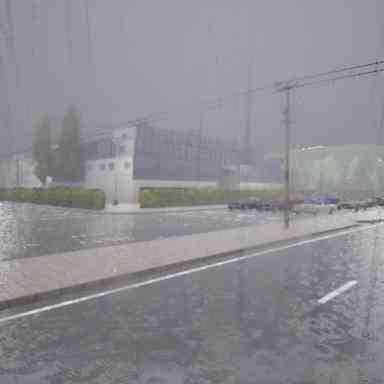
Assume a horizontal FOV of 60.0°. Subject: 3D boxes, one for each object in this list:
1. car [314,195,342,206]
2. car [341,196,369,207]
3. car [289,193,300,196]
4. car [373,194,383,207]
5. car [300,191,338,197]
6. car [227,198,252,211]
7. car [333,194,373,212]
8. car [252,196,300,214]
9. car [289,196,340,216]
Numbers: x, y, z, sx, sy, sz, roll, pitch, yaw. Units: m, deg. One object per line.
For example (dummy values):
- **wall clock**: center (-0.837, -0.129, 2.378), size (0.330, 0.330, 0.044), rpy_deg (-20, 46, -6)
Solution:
- **car**: center (19.327, 1.167, 47.161), size (4.718, 1.301, 1.895), rpy_deg (0, 1, -45)
- **car**: center (22.065, 1.215, 44.948), size (4.718, 1.301, 1.895), rpy_deg (0, 1, -45)
- **car**: center (12.022, 0.952, 39.915), size (4.553, 1.767, 2.097), rpy_deg (0, 1, -45)
- **car**: center (24.019, 1.017, 41.952), size (4.553, 1.767, 2.097), rpy_deg (0, 1, -45)
- **car**: center (14.898, 0.868, 37.836), size (5.566, 2.045, 2.150), rpy_deg (0, 1, -45)
- **car**: center (5.682, 1.229, 33.710), size (4.718, 1.301, 1.895), rpy_deg (0, 1, -44)
- **car**: center (16.902, 1.261, 34.901), size (4.181, 1.385, 1.994), rpy_deg (0, 1, -45)
- **car**: center (7.988, 1.278, 31.082), size (4.718, 1.301, 1.895), rpy_deg (0, 1, -44)
- **car**: center (10.720, 1.325, 28.860), size (4.718, 1.301, 1.895), rpy_deg (0, 1, -44)
